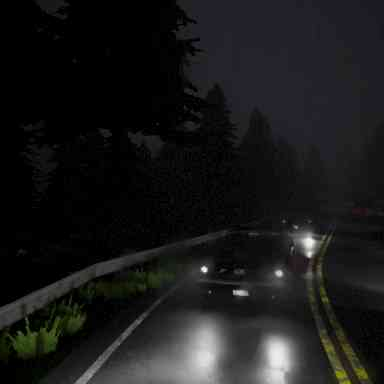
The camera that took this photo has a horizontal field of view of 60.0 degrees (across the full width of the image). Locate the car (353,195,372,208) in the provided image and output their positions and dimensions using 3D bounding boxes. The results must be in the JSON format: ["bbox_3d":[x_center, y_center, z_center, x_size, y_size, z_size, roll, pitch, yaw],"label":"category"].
[{"bbox_3d":[20.656,1.058,40.224,2.128,1.511,4.902,-2,0,28],"label":"car"}]

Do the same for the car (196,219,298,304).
[{"bbox_3d":[1.595,1.598,8.416,1.895,1.301,4.718,-1,0,18],"label":"car"}]

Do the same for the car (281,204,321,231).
[{"bbox_3d":[6.685,1.460,20.053,2.033,1.411,5.357,-2,0,26],"label":"car"}]
